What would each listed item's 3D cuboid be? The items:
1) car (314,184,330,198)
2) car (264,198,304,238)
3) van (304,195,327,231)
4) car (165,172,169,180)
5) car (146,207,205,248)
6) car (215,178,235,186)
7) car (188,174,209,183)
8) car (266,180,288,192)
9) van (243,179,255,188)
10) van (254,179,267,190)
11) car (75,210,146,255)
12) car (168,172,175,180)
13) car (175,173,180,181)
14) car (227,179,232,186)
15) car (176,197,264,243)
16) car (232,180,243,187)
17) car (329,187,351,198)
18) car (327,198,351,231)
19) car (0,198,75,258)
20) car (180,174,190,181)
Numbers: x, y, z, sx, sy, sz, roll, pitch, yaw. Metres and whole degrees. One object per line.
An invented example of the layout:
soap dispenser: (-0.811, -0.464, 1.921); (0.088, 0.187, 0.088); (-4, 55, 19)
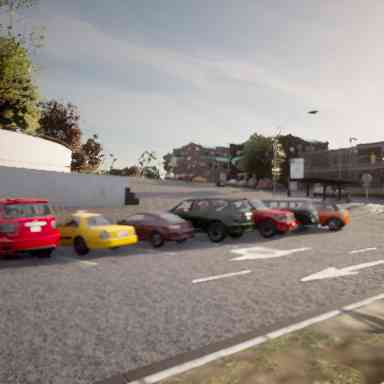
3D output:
car: (21.082, -0.233, 52.905); (2.435, 2.045, 5.566); (7, 3, 35)
car: (2.927, 1.316, 18.517); (5.566, 2.045, 2.435); (-1, -1, 35)
van: (5.466, 1.358, 20.186); (4.442, 1.987, 1.878); (-1, -1, 35)
car: (-5.001, -4.168, 89.702); (2.435, 2.045, 5.566); (1, -2, 34)
car: (-2.015, 1.572, 15.054); (4.674, 1.452, 2.002); (-1, -1, 35)
car: (7.242, -2.123, 72.643); (2.002, 1.452, 4.674); (7, 3, 35)
car: (2.141, -2.981, 80.156); (1.946, 1.575, 5.366); (7, 3, 34)
car: (15.874, -0.799, 60.292); (2.231, 1.521, 4.892); (7, 3, 35)
van: (12.388, -1.571, 65.128); (1.878, 1.987, 4.442); (7, 3, 35)
van: (14.116, -1.298, 62.656); (1.878, 1.987, 4.442); (7, 3, 35)
car: (-4.621, 1.514, 13.426); (5.366, 1.575, 1.946); (-1, -1, 35)
car: (-3.231, -3.891, 87.354); (2.185, 1.767, 4.553); (4, 1, 33)
car: (-1.502, -3.656, 84.883); (2.185, 1.767, 4.553); (6, 2, 34)
car: (8.984, -1.850, 70.180); (2.002, 1.452, 4.674); (7, 3, 35)
car: (0.414, 1.298, 16.812); (5.566, 2.045, 2.435); (-1, -1, 35)
car: (10.814, -1.618, 67.859); (1.946, 1.575, 5.366); (7, 3, 35)
car: (22.771, 0.329, 50.431); (2.002, 1.452, 4.674); (7, 3, 35)
car: (7.874, 1.477, 21.936); (4.553, 1.767, 2.185); (-1, -1, 35)
car: (-6.940, 1.247, 11.600); (5.566, 2.045, 2.435); (-1, -1, 35)
car: (0.291, -3.505, 82.417); (2.435, 2.045, 5.566); (7, 3, 34)
